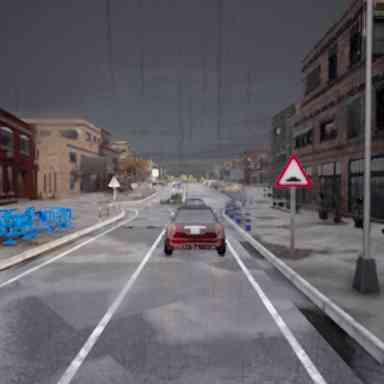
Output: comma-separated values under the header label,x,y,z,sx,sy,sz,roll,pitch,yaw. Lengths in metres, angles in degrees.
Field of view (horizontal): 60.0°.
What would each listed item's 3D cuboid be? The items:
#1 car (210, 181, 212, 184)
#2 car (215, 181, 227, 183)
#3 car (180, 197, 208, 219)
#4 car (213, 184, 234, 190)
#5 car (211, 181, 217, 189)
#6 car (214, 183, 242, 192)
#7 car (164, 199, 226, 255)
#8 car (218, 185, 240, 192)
label,x,y,z,sx,sy,sz,roll,pitch,yaw
car,7.993,-1.591,90.881,4.892,1.521,2.231,0,3,-1
car,8.114,-1.033,77.112,4.553,1.767,2.185,0,3,-1
car,0.286,1.238,27.251,2.033,1.411,5.357,0,1,3
car,8.046,-1.330,85.375,5.008,1.535,2.097,0,3,-1
car,8.143,-1.303,79.858,5.566,2.045,2.435,0,3,-1
car,8.024,-0.612,71.612,5.366,1.575,1.946,0,3,-1
car,0.101,1.269,13.047,2.097,1.767,4.553,0,1,0
car,8.181,-0.720,74.370,4.674,1.452,2.002,0,3,-1
